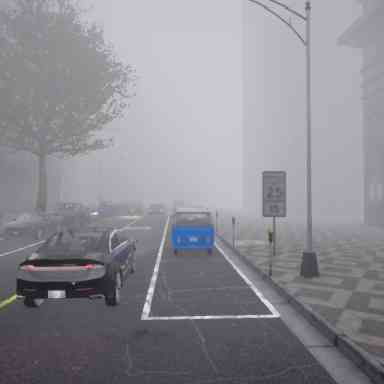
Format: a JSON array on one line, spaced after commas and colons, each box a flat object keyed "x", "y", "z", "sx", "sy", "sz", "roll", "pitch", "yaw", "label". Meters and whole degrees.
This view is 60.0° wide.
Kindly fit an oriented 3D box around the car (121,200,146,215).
[{"x": -7.431, "y": 2.121, "z": 43.197, "sx": 2.128, "sy": 1.511, "sz": 4.902, "roll": 0, "pitch": -1, "yaw": -3, "label": "car"}]

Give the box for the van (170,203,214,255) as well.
[{"x": -0.044, "y": 1.538, "z": 14.041, "sx": 1.690, "sy": 1.788, "sz": 3.998, "roll": 0, "pitch": -1, "yaw": -3, "label": "van"}]

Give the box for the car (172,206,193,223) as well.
[{"x": -0.942, "y": 2.018, "z": 30.251, "sx": 1.802, "sy": 1.307, "sz": 4.206, "roll": 0, "pitch": -1, "yaw": -3, "label": "car"}]

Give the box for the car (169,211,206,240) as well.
[{"x": -0.344, "y": 1.842, "z": 19.442, "sx": 1.947, "sy": 1.339, "sz": 4.313, "roll": 0, "pitch": -1, "yaw": -3, "label": "car"}]

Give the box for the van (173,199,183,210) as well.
[{"x": -2.436, "y": 2.186, "z": 57.276, "sx": 1.690, "sy": 1.788, "sz": 3.998, "roll": 0, "pitch": -1, "yaw": -3, "label": "van"}]

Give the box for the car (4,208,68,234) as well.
[{"x": -8.843, "y": 1.808, "z": 18.741, "sx": 1.887, "sy": 1.381, "sz": 4.507, "roll": 0, "pitch": -1, "yaw": -3, "label": "car"}]

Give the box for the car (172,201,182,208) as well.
[{"x": -3.034, "y": 2.577, "z": 68.081, "sx": 1.947, "sy": 1.339, "sz": 4.313, "roll": 0, "pitch": -1, "yaw": -3, "label": "car"}]

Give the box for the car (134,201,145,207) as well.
[{"x": -12.026, "y": 2.681, "z": 76.275, "sx": 1.887, "sy": 1.381, "sz": 4.507, "roll": 0, "pitch": -1, "yaw": -3, "label": "car"}]

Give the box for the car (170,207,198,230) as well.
[{"x": -0.643, "y": 1.900, "z": 24.846, "sx": 1.887, "sy": 1.381, "sz": 4.507, "roll": 0, "pitch": -1, "yaw": -3, "label": "car"}]

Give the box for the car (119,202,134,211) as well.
[{"x": -10.878, "y": 2.342, "z": 55.534, "sx": 1.752, "sy": 1.417, "sz": 4.829, "roll": 0, "pitch": -1, "yaw": -3, "label": "car"}]

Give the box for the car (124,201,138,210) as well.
[{"x": -11.180, "y": 2.451, "z": 60.984, "sx": 2.008, "sy": 1.369, "sz": 4.403, "roll": 0, "pitch": -1, "yaw": -3, "label": "car"}]

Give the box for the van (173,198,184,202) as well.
[{"x": -1.838, "y": 2.021, "z": 46.467, "sx": 1.690, "sy": 1.788, "sz": 3.998, "roll": 0, "pitch": -1, "yaw": -3, "label": "van"}]

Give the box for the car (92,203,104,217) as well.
[{"x": -9.427, "y": 1.971, "z": 29.302, "sx": 2.008, "sy": 1.369, "sz": 4.403, "roll": 0, "pitch": -1, "yaw": -3, "label": "car"}]

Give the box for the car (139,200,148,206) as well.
[{"x": -12.627, "y": 2.858, "z": 87.146, "sx": 2.008, "sy": 1.369, "sz": 4.403, "roll": 0, "pitch": -1, "yaw": -3, "label": "car"}]

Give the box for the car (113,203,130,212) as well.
[{"x": -10.596, "y": 2.304, "z": 50.422, "sx": 1.947, "sy": 1.339, "sz": 4.313, "roll": 0, "pitch": -1, "yaw": -3, "label": "car"}]

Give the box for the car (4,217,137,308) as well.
[{"x": -2.492, "y": 1.603, "z": 8.220, "sx": 2.128, "sy": 1.511, "sz": 4.902, "roll": 0, "pitch": -1, "yaw": -3, "label": "car"}]

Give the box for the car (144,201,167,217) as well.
[{"x": -4.149, "y": 2.117, "z": 39.183, "sx": 2.033, "sy": 1.411, "sz": 5.357, "roll": 0, "pitch": -1, "yaw": -3, "label": "car"}]

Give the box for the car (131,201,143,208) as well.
[{"x": -11.725, "y": 2.603, "z": 70.839, "sx": 2.008, "sy": 1.369, "sz": 4.403, "roll": 0, "pitch": -1, "yaw": -3, "label": "car"}]

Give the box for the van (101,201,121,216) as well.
[{"x": -10.011, "y": 1.919, "z": 39.865, "sx": 1.690, "sy": 1.788, "sz": 3.998, "roll": 0, "pitch": -1, "yaw": -3, "label": "van"}]

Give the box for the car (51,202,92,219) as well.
[{"x": -9.135, "y": 1.656, "z": 24.025, "sx": 2.192, "sy": 1.841, "sz": 5.009, "roll": 0, "pitch": -1, "yaw": -3, "label": "car"}]
